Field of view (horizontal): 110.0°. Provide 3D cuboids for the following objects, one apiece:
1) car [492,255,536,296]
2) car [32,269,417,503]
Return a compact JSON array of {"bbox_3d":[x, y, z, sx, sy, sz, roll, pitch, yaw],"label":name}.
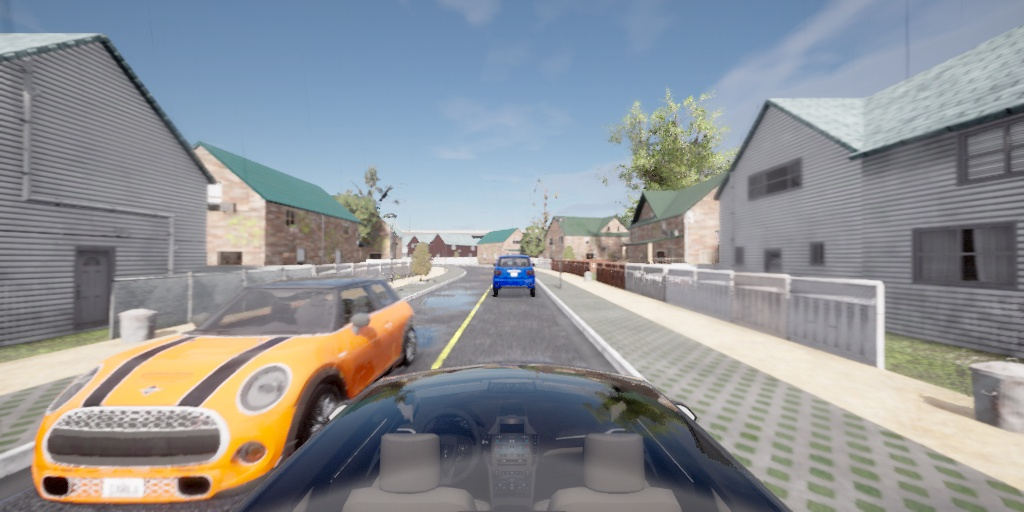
[{"bbox_3d":[0.116,0.964,19.539,2.150,2.045,5.566,0,0,0],"label":"car"},{"bbox_3d":[-2.847,1.101,4.872,2.097,1.767,4.553,0,0,0],"label":"car"}]
